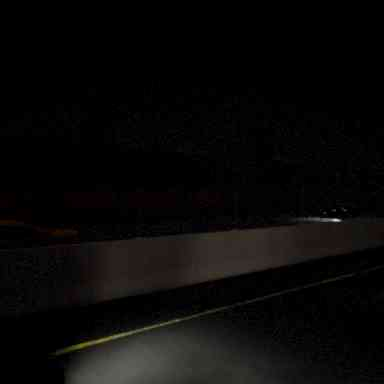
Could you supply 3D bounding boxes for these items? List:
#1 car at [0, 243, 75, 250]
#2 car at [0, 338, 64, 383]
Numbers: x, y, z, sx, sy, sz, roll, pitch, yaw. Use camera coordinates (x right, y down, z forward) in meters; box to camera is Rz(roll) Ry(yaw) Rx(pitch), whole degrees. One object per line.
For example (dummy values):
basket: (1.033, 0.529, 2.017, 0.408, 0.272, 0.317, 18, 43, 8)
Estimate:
car: (-5.528, 1.478, 8.648, 5.008, 1.535, 1.882, 0, 0, -35)
car: (-3.045, 1.521, 1.576, 4.674, 1.442, 1.812, 0, 0, -35)
